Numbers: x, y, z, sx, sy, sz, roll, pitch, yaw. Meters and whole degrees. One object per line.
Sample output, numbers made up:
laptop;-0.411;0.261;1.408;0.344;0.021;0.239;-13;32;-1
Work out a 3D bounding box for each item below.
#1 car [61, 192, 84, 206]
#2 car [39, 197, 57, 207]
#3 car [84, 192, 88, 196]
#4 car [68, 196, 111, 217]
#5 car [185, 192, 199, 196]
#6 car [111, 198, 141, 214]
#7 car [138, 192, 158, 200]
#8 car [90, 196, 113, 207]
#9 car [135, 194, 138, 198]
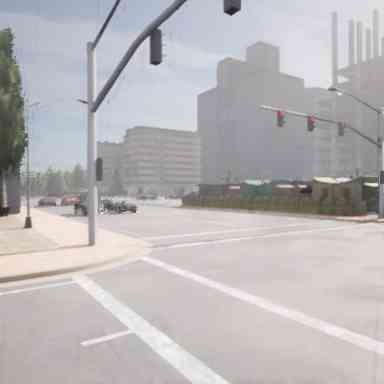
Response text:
car;-19.064;1.236;52.230;2.097;1.767;4.553;-1;1;-32
car;-21.599;1.479;49.688;1.994;1.385;4.181;-1;0;-32
car;-19.362;1.078;59.206;2.150;2.045;5.566;-1;0;-33
car;-9.498;1.414;30.566;2.128;1.511;4.902;-1;0;-33
car;1.277;0.868;60.936;3.866;1.878;1.905;-1;0;-34
car;-7.150;1.495;33.392;1.895;1.301;4.718;-1;0;-33
car;-9.733;0.866;77.180;3.866;1.878;1.905;-1;0;-34
car;-13.859;1.351;50.686;2.128;1.511;4.902;-1;0;-32
car;-11.307;0.862;79.610;4.605;1.855;1.932;-1;0;-34
